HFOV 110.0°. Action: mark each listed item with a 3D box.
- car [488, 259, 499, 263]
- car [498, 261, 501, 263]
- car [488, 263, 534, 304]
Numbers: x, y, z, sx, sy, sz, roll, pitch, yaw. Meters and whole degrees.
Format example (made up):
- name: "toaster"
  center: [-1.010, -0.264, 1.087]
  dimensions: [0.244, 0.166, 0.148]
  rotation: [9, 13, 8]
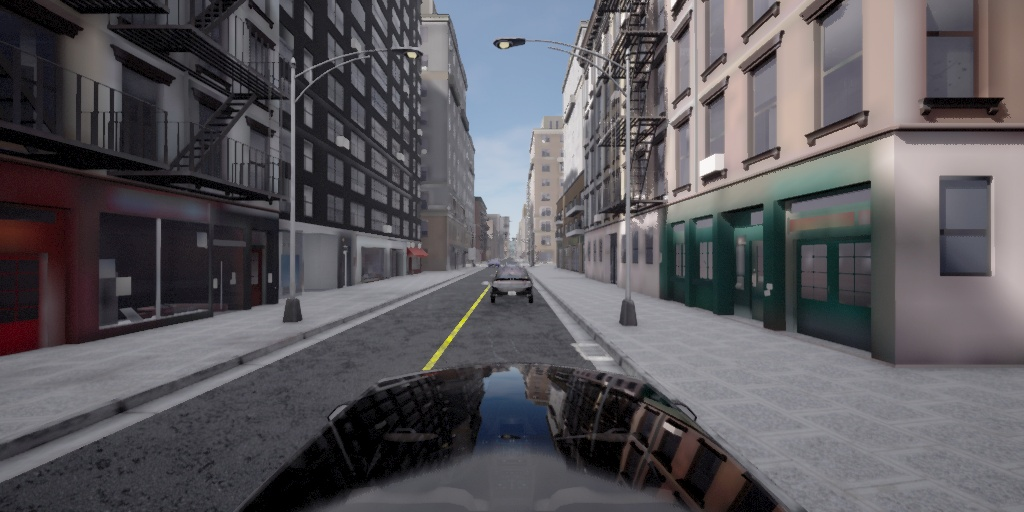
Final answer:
- name: "car"
  center: [-3.000, 1.268, 61.546]
  dimensions: [1.882, 1.535, 5.008]
  rotation: [0, 0, 0]
- name: "car"
  center: [0.000, 1.332, 31.500]
  dimensions: [1.994, 1.385, 4.181]
  rotation: [0, 0, 0]
- name: "car"
  center: [0.000, 1.250, 16.500]
  dimensions: [2.128, 1.511, 4.902]
  rotation: [0, 0, 0]
